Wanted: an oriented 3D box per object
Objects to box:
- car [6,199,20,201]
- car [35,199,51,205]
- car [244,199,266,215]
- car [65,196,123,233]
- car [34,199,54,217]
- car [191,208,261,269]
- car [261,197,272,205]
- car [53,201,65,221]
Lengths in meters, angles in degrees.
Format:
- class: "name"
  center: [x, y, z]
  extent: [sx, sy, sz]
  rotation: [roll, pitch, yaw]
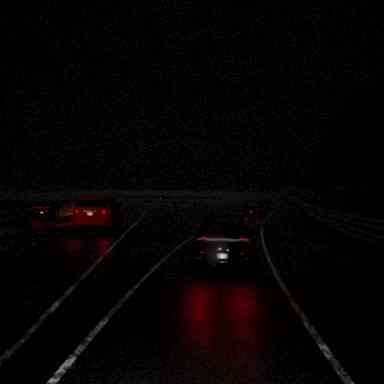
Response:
- class: "car"
  center: [-33.522, 1.988, 62.102]
  extent: [2.128, 1.511, 4.902]
  rotation: [0, -1, -5]
- class: "car"
  center: [-34.798, 2.400, 77.854]
  extent: [1.994, 1.385, 4.181]
  rotation: [0, -2, -5]
- class: "car"
  center: [6.361, 1.746, 34.471]
  extent: [1.812, 1.442, 4.674]
  rotation: [0, -1, 16]
- class: "car"
  center: [-5.527, 1.247, 19.976]
  extent: [2.150, 2.045, 5.566]
  rotation: [0, 0, -5]
- class: "car"
  center: [-13.396, 1.580, 31.637]
  extent: [1.837, 1.490, 4.892]
  rotation: [0, -1, -5]
- class: "car"
  center: [1.127, 1.525, 11.402]
  extent: [2.128, 1.511, 4.902]
  rotation: [0, 0, 7]
- class: "car"
  center: [14.761, 1.648, 65.932]
  extent: [1.882, 1.535, 5.008]
  rotation: [0, 1, 13]
- class: "car"
  center: [-9.571, 1.538, 27.766]
  extent: [1.882, 1.535, 5.008]
  rotation: [0, -1, -5]
